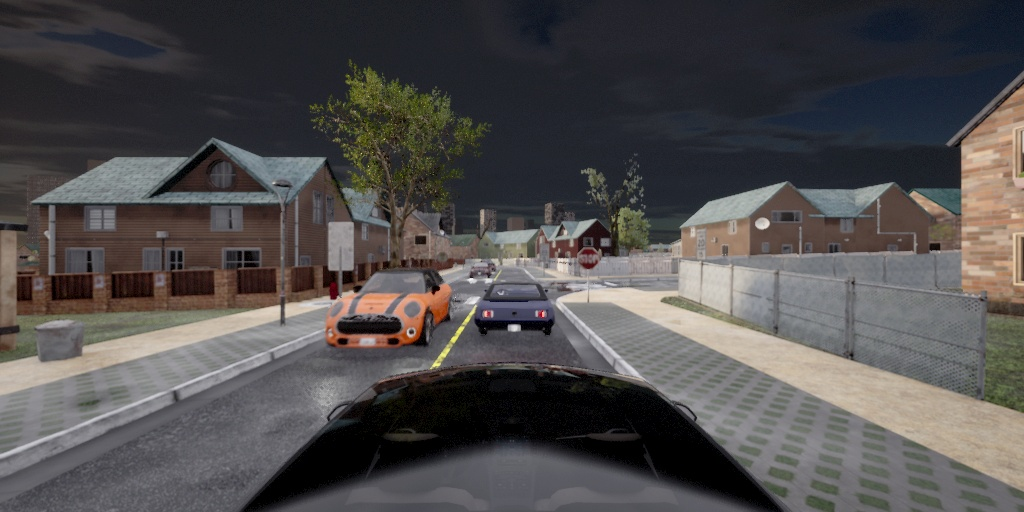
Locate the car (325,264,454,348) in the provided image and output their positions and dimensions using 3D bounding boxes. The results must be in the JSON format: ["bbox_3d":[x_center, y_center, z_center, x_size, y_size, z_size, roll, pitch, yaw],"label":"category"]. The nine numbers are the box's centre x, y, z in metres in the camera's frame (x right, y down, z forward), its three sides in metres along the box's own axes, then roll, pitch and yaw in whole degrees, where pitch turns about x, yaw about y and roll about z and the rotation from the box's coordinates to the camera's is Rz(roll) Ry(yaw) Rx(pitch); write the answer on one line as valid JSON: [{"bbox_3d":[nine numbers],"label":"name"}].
[{"bbox_3d":[-2.873,1.113,9.364,2.097,1.767,4.553,0,0,0],"label":"car"}]

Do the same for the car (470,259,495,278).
[{"bbox_3d":[-2.957,1.311,34.685,1.812,1.442,4.674,0,0,0],"label":"car"}]

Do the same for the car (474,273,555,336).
[{"bbox_3d":[0.128,1.363,10.452,1.895,1.301,4.718,0,0,2],"label":"car"}]
